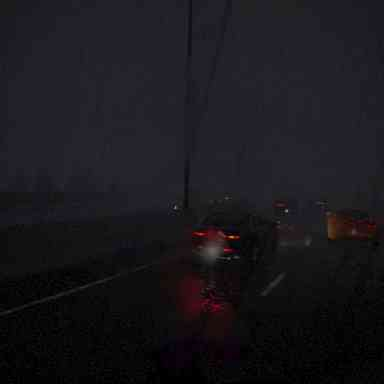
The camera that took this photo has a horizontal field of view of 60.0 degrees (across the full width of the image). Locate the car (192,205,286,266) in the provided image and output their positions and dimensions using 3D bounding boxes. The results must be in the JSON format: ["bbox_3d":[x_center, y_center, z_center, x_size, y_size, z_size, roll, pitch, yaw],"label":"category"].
[{"bbox_3d":[1.651,1.360,11.253,1.837,1.490,4.892,2,1,26],"label":"car"}]

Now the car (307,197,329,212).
[{"bbox_3d":[13.086,1.259,34.216,2.128,1.511,4.902,2,1,12],"label":"car"}]

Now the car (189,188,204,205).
[{"bbox_3d":[0.414,0.542,43.934,2.150,2.045,5.566,1,1,7],"label":"car"}]

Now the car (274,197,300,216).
[{"bbox_3d":[8.335,1.239,29.220,1.837,1.490,4.892,2,1,16],"label":"car"}]

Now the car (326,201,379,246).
[{"bbox_3d":[7.270,1.402,15.231,1.882,1.535,5.008,2,1,23],"label":"car"}]

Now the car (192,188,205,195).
[{"bbox_3d":[1.517,-0.103,82.146,2.128,1.511,4.902,1,1,-10],"label":"car"}]

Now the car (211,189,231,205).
[{"bbox_3d":[3.634,0.651,41.778,2.150,2.045,5.566,2,1,8],"label":"car"}]

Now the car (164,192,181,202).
[{"bbox_3d":[-2.705,0.747,48.222,1.994,1.385,4.181,1,1,4],"label":"car"}]
